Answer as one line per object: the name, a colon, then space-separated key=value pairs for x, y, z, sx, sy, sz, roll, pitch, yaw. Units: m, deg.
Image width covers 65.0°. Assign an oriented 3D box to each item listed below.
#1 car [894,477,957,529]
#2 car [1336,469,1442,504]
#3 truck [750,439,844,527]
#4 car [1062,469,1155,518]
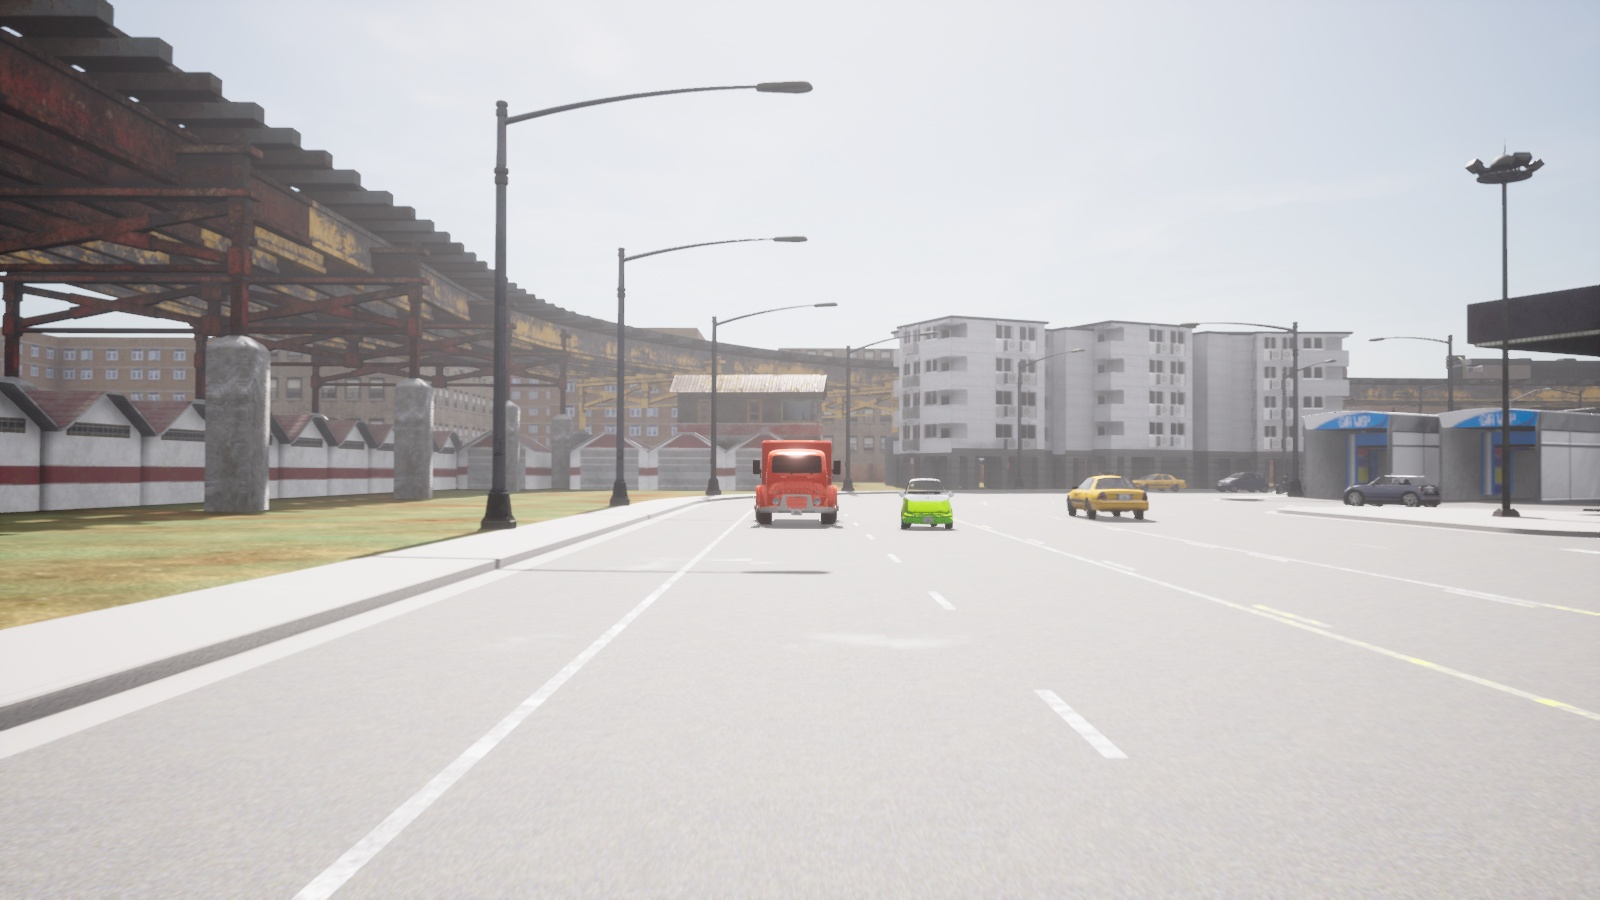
car: x=3.417 y=1.432 z=34.438 sx=1.481 sy=1.376 sz=2.207 roll=0 pitch=-1 yaw=0
car: x=26.326 y=1.615 z=56.189 sx=1.970 sy=1.475 sz=3.806 roll=0 pitch=-1 yaw=-36
truck: x=-0.094 y=0.961 z=37.818 sx=2.627 sy=2.467 sz=5.204 roll=0 pitch=-1 yaw=0
car: x=10.396 y=1.427 z=42.727 sx=1.801 sy=1.575 sz=5.366 roll=0 pitch=-1 yaw=0
